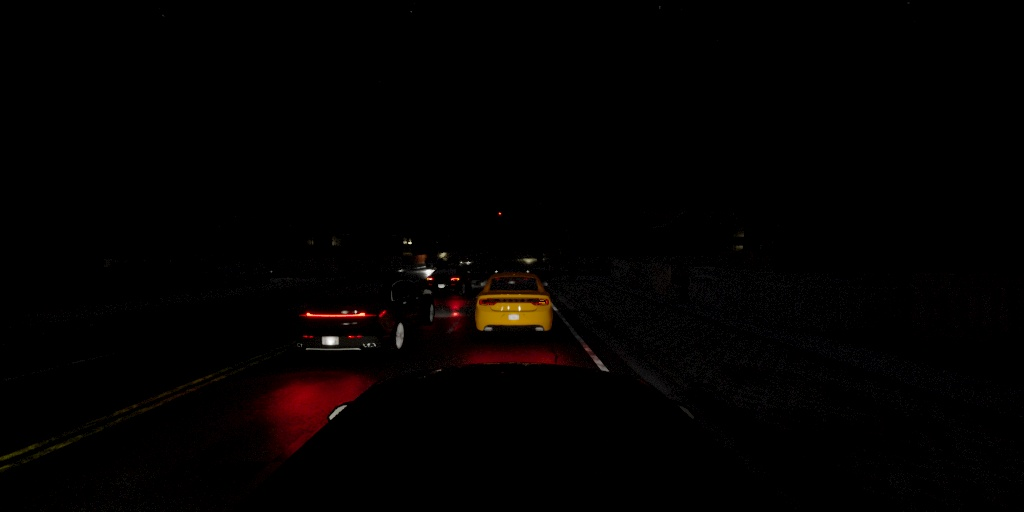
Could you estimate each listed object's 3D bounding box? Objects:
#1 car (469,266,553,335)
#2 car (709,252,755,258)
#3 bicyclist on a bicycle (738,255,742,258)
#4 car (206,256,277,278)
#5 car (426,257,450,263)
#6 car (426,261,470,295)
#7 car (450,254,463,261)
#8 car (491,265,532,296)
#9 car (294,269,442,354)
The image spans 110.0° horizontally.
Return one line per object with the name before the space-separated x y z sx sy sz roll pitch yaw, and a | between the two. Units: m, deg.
car | 0.062 1.209 10.499 1.882 1.535 5.008 0 0 0
car | 20.648 0.618 34.744 5.566 2.045 2.150 -1 1 -2
bicyclist on a bicycle | 18.405 0.779 28.817 0.582 1.620 1.656 0 0 -2
car | -23.638 0.986 31.203 5.566 2.045 2.150 0 1 2
car | -9.922 0.911 46.878 2.128 1.511 4.902 0 1 0
car | -3.248 1.210 18.924 1.812 1.442 4.674 0 0 1
car | -9.928 0.811 60.111 1.994 1.385 4.181 0 1 0
car | 0.008 1.245 19.388 1.994 1.385 4.181 0 0 1
car | -3.193 1.241 8.739 1.837 1.490 4.892 0 0 0
